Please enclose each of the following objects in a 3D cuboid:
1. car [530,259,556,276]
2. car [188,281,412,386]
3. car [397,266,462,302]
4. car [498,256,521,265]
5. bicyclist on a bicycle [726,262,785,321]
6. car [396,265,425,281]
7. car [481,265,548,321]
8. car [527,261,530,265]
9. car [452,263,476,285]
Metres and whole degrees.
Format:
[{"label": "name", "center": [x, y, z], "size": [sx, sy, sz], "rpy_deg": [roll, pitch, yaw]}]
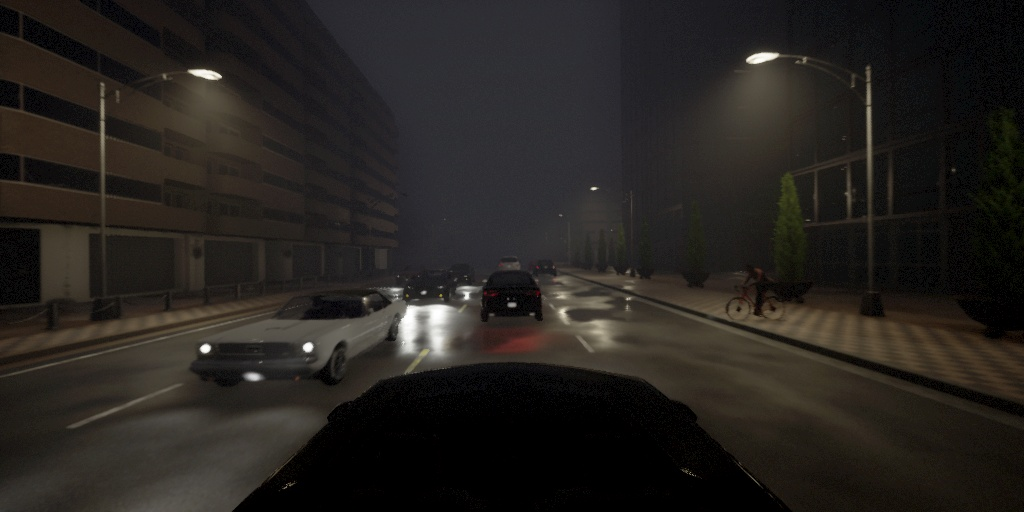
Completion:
[{"label": "car", "center": [3.270, 1.122, 36.856], "size": [2.097, 1.767, 4.553], "rpy_deg": [-1, 0, 0]}, {"label": "car", "center": [-3.665, 1.392, 7.240], "size": [1.895, 1.301, 4.718], "rpy_deg": [-1, 0, -1]}, {"label": "car", "center": [-3.795, 1.370, 17.221], "size": [1.994, 1.385, 4.181], "rpy_deg": [-1, 0, -2]}, {"label": "car", "center": [-0.266, 1.027, 37.249], "size": [2.150, 2.045, 5.566], "rpy_deg": [-1, 0, 0]}, {"label": "bicyclist on a bicycle", "center": [6.718, 1.003, 9.892], "size": [1.656, 1.620, 0.582], "rpy_deg": [-1, 0, -1]}, {"label": "car", "center": [-7.257, 1.380, 27.057], "size": [1.812, 1.442, 4.674], "rpy_deg": [-1, 0, 0]}, {"label": "car", "center": [-0.030, 1.244, 12.680], "size": [1.882, 1.535, 5.008], "rpy_deg": [-1, 0, -1]}, {"label": "car", "center": [3.176, 1.266, 49.832], "size": [1.882, 1.535, 5.008], "rpy_deg": [-1, 0, 0]}, {"label": "car", "center": [-3.840, 1.325, 27.176], "size": [1.837, 1.490, 4.892], "rpy_deg": [-1, 0, 0]}]
